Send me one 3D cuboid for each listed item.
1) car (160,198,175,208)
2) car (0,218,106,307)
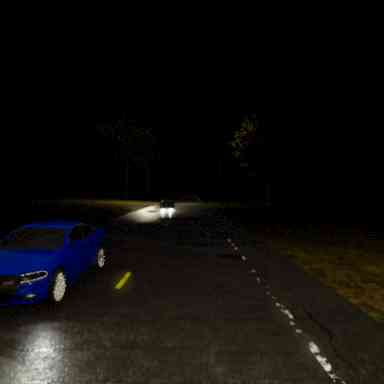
[{"bbox_3d":[-3.563,1.583,48.524,2.128,1.511,4.902,0,0,0],"label":"car"},{"bbox_3d":[-3.596,1.488,8.333,1.882,1.535,5.008,0,0,0],"label":"car"}]
